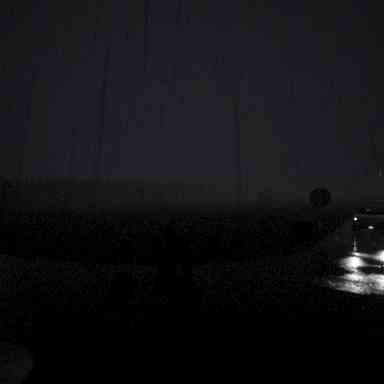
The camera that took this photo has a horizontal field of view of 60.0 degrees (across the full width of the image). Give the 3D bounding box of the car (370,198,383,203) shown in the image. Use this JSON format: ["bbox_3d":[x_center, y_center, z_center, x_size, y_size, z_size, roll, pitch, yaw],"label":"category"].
[{"bbox_3d":[15.590,1.401,27.732,1.812,1.442,4.674,1,1,32],"label":"car"}]

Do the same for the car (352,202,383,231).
[{"bbox_3d":[10.368,1.511,19.060,1.895,1.301,4.718,1,1,31],"label":"car"}]
